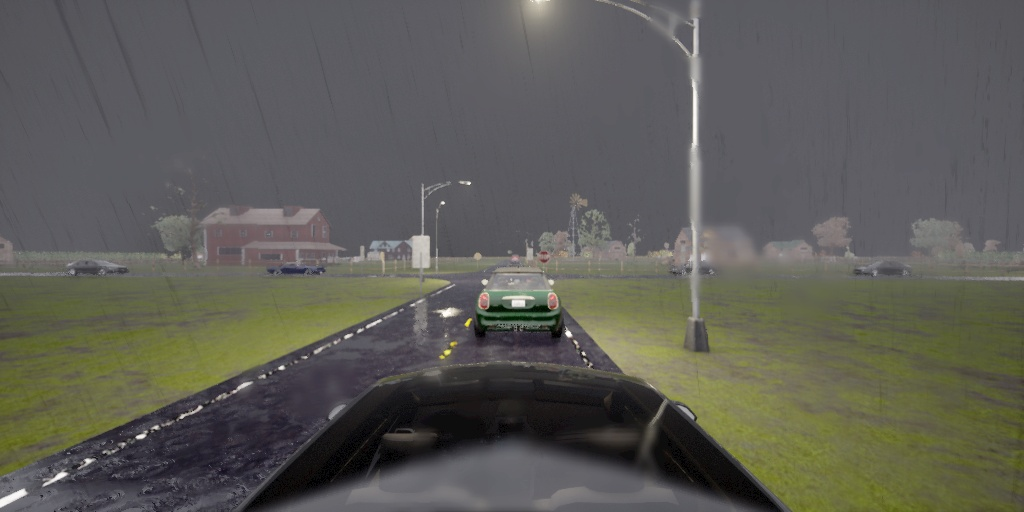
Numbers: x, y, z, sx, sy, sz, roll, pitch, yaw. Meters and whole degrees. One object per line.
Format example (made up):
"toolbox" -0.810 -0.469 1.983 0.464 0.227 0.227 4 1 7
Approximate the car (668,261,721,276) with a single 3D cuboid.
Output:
"car" 18.452 1.271 36.380 4.892 1.490 1.837 0 0 1

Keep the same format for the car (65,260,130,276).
"car" -39.787 1.109 34.451 4.892 1.490 1.837 0 0 1

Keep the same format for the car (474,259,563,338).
"car" 0.173 1.092 10.253 2.097 1.767 4.553 0 0 1

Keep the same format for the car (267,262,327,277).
"car" -20.350 1.254 34.099 4.718 1.301 1.895 0 0 1

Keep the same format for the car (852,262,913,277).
"car" 37.170 1.350 36.044 4.892 1.490 1.837 0 0 1
